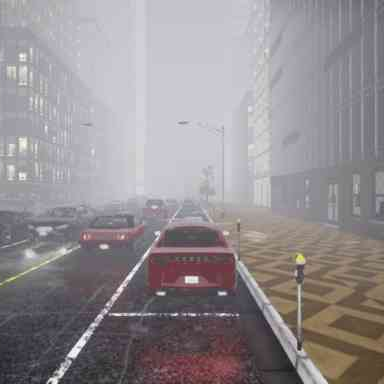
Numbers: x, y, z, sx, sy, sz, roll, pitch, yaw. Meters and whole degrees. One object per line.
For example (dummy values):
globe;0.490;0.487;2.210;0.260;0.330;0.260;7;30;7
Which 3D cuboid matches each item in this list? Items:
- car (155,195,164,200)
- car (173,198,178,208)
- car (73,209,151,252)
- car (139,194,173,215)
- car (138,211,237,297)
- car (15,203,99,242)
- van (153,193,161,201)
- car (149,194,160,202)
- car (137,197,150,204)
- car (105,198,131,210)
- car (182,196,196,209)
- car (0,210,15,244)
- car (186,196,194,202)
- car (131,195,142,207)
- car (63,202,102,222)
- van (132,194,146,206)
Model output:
car;-8.833;1.504;89.799;1.947;1.339;4.313;0;0;0
car;-3.046;1.544;47.297;1.994;1.385;4.181;0;0;0
car;-3.044;1.599;13.780;1.895;1.301;4.718;0;0;0
car;-3.146;1.343;29.960;2.097;1.767;4.553;0;0;0
car;-0.006;1.477;8.649;1.882;1.535;5.008;0;0;0
car;-6.247;1.489;16.394;2.128;1.511;4.902;0;0;0
van;-8.832;1.285;84.106;1.690;1.788;3.998;0;0;0
car;-8.832;1.391;78.413;1.967;1.590;4.097;0;0;0
car;-8.833;1.550;61.338;1.802;1.307;4.206;0;0;0
car;-8.833;1.537;38.569;2.008;1.369;4.403;0;0;0
car;-0.452;1.548;44.248;1.947;1.339;4.313;0;0;0
car;-8.833;1.563;15.800;1.947;1.339;4.313;0;0;0
car;-0.452;1.533;78.399;1.802;1.307;4.206;0;0;0
car;-8.833;1.523;49.953;1.887;1.381;4.507;0;0;0
car;-8.833;1.575;27.183;1.802;1.307;4.206;0;0;0
van;-8.832;1.315;55.645;1.690;1.788;3.998;0;0;0
